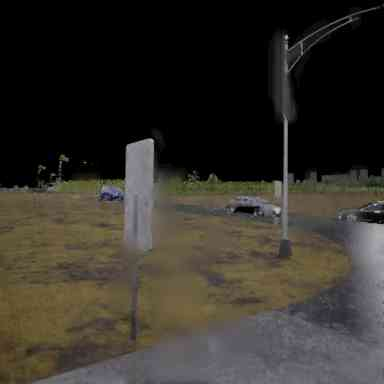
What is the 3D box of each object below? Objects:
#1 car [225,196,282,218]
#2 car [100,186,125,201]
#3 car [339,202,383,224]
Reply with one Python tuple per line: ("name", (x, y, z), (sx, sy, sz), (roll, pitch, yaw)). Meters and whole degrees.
("car", (4.565, 1.091, 25.158), (2.128, 1.511, 4.902), (2, 0, -35))
("car", (-11.466, 0.187, 48.064), (2.150, 2.045, 5.566), (2, 0, -35))
("car", (12.096, 1.383, 21.388), (4.892, 1.490, 1.837), (2, 6, 36))
